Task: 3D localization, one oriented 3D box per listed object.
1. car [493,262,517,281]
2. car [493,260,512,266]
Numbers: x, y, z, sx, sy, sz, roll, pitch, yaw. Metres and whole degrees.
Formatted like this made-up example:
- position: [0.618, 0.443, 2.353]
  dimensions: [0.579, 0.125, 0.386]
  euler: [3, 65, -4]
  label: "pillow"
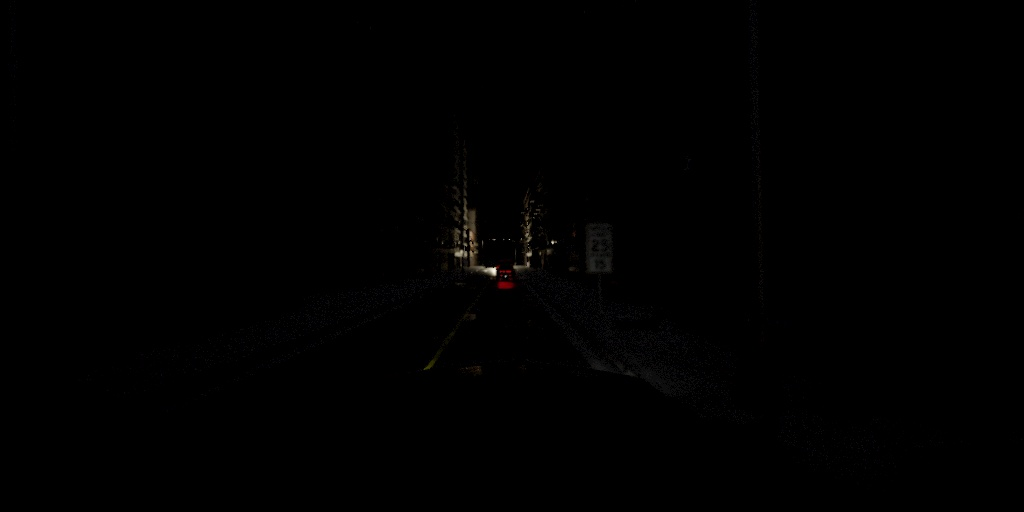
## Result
- position: [-0.607, 1.646, 35.295]
  dimensions: [1.837, 1.490, 4.892]
  euler: [-1, -1, -1]
  label: "car"
- position: [-0.885, 1.478, 45.545]
  dimensions: [2.150, 2.045, 5.566]
  euler: [-1, 0, -1]
  label: "car"
